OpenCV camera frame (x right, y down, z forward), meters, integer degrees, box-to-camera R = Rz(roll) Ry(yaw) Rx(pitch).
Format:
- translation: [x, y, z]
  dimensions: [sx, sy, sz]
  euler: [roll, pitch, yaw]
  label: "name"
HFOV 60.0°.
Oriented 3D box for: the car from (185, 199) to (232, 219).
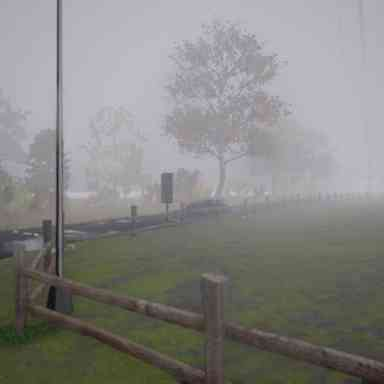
- translation: [1.329, 1.171, 25.003]
  dimensions: [1.994, 1.385, 4.181]
  euler: [0, 1, 37]
  label: "car"
